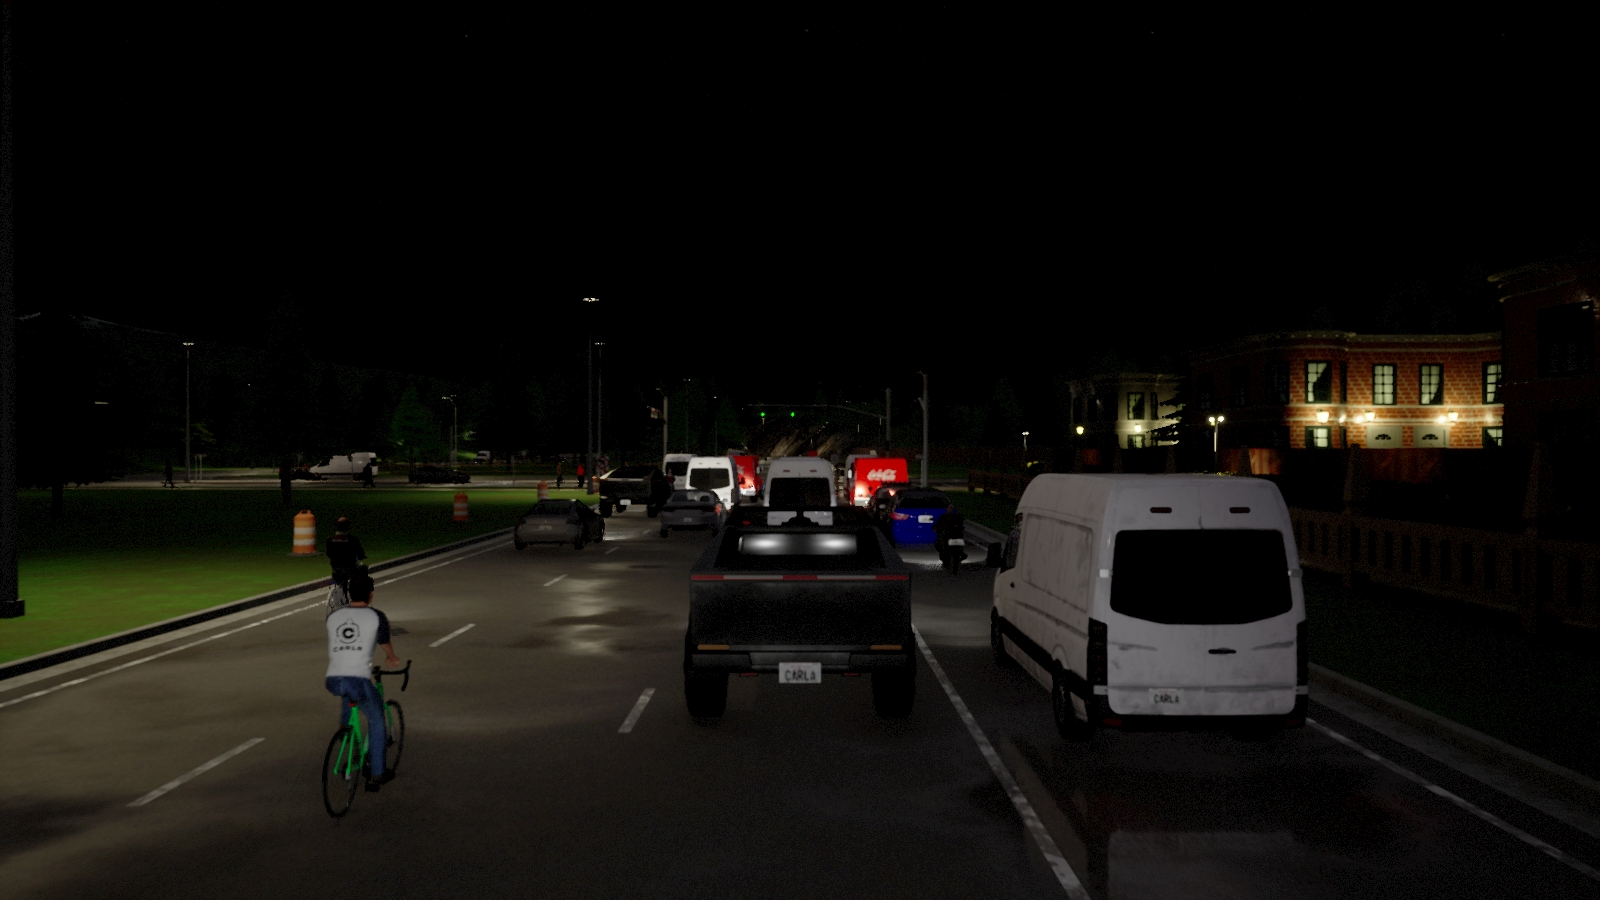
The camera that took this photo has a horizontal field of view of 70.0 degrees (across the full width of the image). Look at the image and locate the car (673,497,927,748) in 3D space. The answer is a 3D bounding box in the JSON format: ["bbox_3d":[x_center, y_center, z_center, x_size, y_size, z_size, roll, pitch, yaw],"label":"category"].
[{"bbox_3d":[0.001,1.751,13.891,2.390,2.098,6.274,0,0,0],"label":"car"}]

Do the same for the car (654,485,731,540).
[{"bbox_3d":[-3.494,2.029,38.118,2.097,1.535,5.006,0,0,0],"label":"car"}]

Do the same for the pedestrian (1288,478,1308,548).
[{"bbox_3d":[13.381,1.692,30.724,0.375,1.860,0.375,0,0,0],"label":"pedestrian"}]

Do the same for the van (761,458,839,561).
[{"bbox_3d":[-0.003,1.530,31.847,1.988,2.561,5.915,0,0,0],"label":"van"}]

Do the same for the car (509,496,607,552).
[{"bbox_3d":[-6.999,2.114,33.476,1.994,1.385,4.181,0,0,0],"label":"car"}]

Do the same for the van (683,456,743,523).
[{"bbox_3d":[-3.504,1.528,47.018,1.988,2.561,5.915,0,0,0],"label":"van"}]

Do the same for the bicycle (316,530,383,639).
[{"bbox_3d":[-7.005,2.057,17.826,0.329,1.471,1.835,0,0,0],"label":"bicycle"}]

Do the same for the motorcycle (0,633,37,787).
[{"bbox_3d":[-7.000,2.185,8.861,0.803,1.199,2.033,0,0,0],"label":"motorcycle"}]

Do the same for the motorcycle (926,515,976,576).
[{"bbox_3d":[3.501,2.201,26.654,0.867,1.251,2.209,0,0,0],"label":"motorcycle"}]

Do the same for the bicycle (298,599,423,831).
[{"bbox_3d":[-3.499,2.054,9.215,0.373,1.496,1.643,0,0,0],"label":"bicycle"}]

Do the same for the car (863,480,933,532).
[{"bbox_3d":[3.501,1.976,41.678,2.097,1.638,5.238,0,0,0],"label":"car"}]

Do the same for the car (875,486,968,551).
[{"bbox_3d":[3.500,1.963,33.813,2.242,1.667,4.611,0,0,0],"label":"car"}]

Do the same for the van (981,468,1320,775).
[{"bbox_3d":[3.497,1.532,12.832,1.988,2.561,5.915,0,0,0],"label":"van"}]
